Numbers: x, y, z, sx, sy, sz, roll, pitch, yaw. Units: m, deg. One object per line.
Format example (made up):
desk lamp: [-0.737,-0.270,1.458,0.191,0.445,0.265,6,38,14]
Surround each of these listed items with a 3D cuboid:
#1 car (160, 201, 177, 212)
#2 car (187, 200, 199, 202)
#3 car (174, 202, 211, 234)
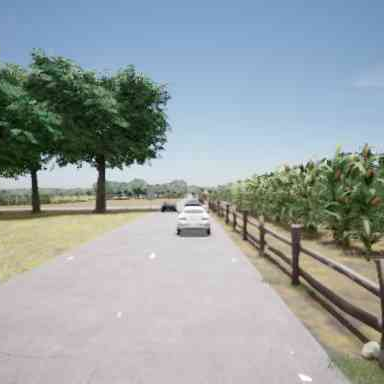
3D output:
car: [-2.770,1.787,40.843,1.895,1.301,4.718,0,-1,0]
car: [0.084,1.647,36.928,1.837,1.490,4.892,0,-1,0]
car: [0.090,1.544,19.383,1.812,1.442,4.674,0,0,0]
